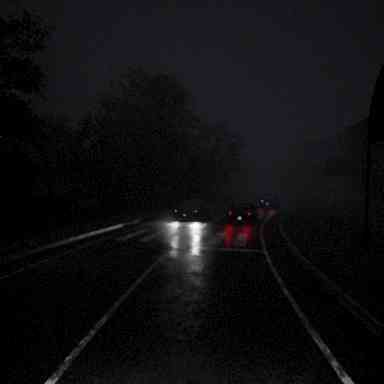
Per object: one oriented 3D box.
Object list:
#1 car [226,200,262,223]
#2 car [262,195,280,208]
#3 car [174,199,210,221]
[{"bbox_3d":[3.769,1.420,24.178,1.895,1.301,4.718,1,1,16],"label":"car"},{"bbox_3d":[9.436,1.106,40.010,1.812,1.442,4.674,2,1,22],"label":"car"},{"bbox_3d":[0.096,1.274,24.736,1.812,1.442,4.674,1,1,15],"label":"car"}]
